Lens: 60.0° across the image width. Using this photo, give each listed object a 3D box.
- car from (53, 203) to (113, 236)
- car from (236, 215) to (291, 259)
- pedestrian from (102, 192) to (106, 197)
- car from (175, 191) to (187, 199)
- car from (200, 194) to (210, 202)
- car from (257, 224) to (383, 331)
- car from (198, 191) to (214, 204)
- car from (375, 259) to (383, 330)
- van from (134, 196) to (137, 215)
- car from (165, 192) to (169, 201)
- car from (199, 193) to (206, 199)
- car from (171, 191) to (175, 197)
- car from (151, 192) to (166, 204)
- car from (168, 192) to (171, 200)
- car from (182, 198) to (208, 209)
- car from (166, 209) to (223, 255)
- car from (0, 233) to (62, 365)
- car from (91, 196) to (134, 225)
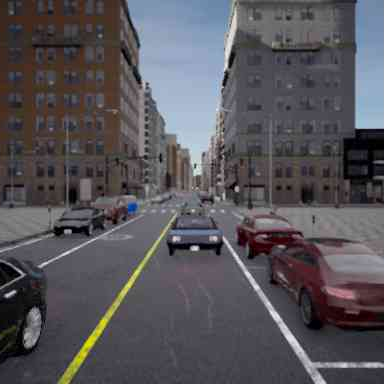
[{"bbox_3d":[-5.862,1.488,17.904,1.947,1.339,4.313,0,0,0],"label":"car"},{"bbox_3d":[2.665,1.491,12.241,1.887,1.381,4.507,0,0,0],"label":"car"},{"bbox_3d":[-12.560,0.893,47.148,0.375,1.860,0.375,0,0,1],"label":"pedestrian"},{"bbox_3d":[-3.016,0.850,84.714,2.097,1.767,4.553,0,0,0],"label":"car"},{"bbox_3d":[2.657,1.162,67.488,1.887,1.381,4.507,0,0,0],"label":"car"},{"bbox_3d":[2.666,1.553,6.601,1.802,1.307,4.206,0,0,0],"label":"car"},{"bbox_3d":[2.659,1.011,56.174,2.192,1.841,5.009,0,0,0],"label":"car"},{"bbox_3d":[2.667,1.435,0.961,1.967,1.590,4.097,0,0,0],"label":"car"},{"bbox_3d":[-5.864,1.213,29.185,1.690,1.788,3.998,0,0,0],"label":"van"},{"bbox_3d":[-5.868,1.223,61.856,1.947,1.339,4.313,0,0,0],"label":"car"},{"bbox_3d":[2.654,1.021,84.628,1.752,1.417,4.829,0,0,0],"label":"car"},{"bbox_3d":[-5.870,0.853,78.819,2.192,1.841,5.009,0,0,0],"label":"car"},{"bbox_3d":[-5.867,1.222,56.031,1.752,1.417,4.829,0,0,0],"label":"car"},{"bbox_3d":[-5.869,1.144,67.341,1.752,1.417,4.829,0,0,0],"label":"car"},{"bbox_3d":[0.090,1.440,28.267,1.994,1.385,4.181,0,0,0],"label":"car"},{"bbox_3d":[0.094,1.544,13.041,1.895,1.301,4.718,0,0,0],"label":"car"},{"bbox_3d":[-3.102,1.490,3.202,1.837,1.490,4.892,0,0,0],"label":"car"},{"bbox_3d":[-5.863,1.213,23.543,2.192,1.841,5.009,0,0,0],"label":"car"}]
